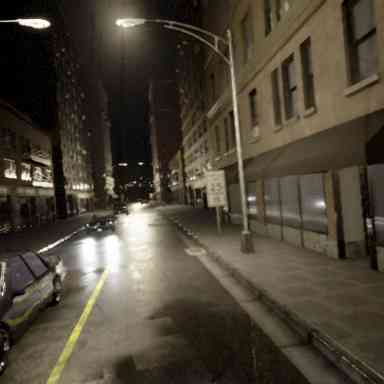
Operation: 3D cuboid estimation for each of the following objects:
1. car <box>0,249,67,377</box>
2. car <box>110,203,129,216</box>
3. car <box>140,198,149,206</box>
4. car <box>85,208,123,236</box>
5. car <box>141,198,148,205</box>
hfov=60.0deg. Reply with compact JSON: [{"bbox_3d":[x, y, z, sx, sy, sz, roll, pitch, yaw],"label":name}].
[{"bbox_3d":[-3.686,1.847,5.959,2.033,1.411,5.357,-5,0,-8],"label":"car"},{"bbox_3d":[-8.534,2.048,39.765,1.837,1.490,4.892,-5,0,-8],"label":"car"},{"bbox_3d":[-12.060,2.453,84.690,2.097,1.767,4.553,-5,0,-8],"label":"car"},{"bbox_3d":[-6.200,2.129,23.265,1.895,1.301,4.718,-5,0,-8],"label":"car"},{"bbox_3d":[-13.510,2.696,94.684,1.882,1.535,5.008,-5,0,-8],"label":"car"}]
